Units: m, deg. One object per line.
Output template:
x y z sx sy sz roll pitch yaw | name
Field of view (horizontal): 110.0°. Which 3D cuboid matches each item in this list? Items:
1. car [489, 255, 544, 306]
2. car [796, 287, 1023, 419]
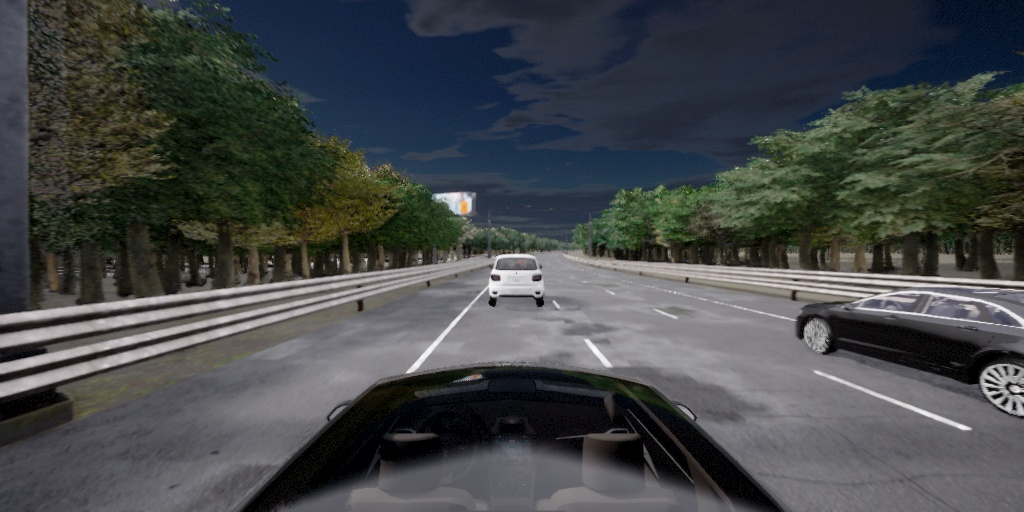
0.193 0.966 15.922 2.150 2.045 5.566 0 0 1 | car
7.089 1.244 5.816 2.128 1.511 4.902 0 0 0 | car
